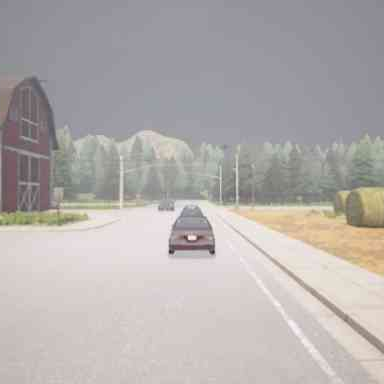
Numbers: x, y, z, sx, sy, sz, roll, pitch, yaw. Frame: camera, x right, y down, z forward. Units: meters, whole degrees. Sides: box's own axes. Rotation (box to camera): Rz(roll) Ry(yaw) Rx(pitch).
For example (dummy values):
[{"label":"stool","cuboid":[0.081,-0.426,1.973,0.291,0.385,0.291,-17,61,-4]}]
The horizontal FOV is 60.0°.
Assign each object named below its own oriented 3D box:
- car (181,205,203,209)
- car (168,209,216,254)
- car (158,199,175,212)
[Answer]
[{"label":"car","cuboid":[-0.020,1.839,29.312,1.994,1.385,4.181,0,0,0]},{"label":"car","cuboid":[-0.001,1.664,13.994,2.033,1.411,5.357,1,-1,0]},{"label":"car","cuboid":[-3.541,1.783,46.370,2.097,1.767,4.553,0,0,0]}]
